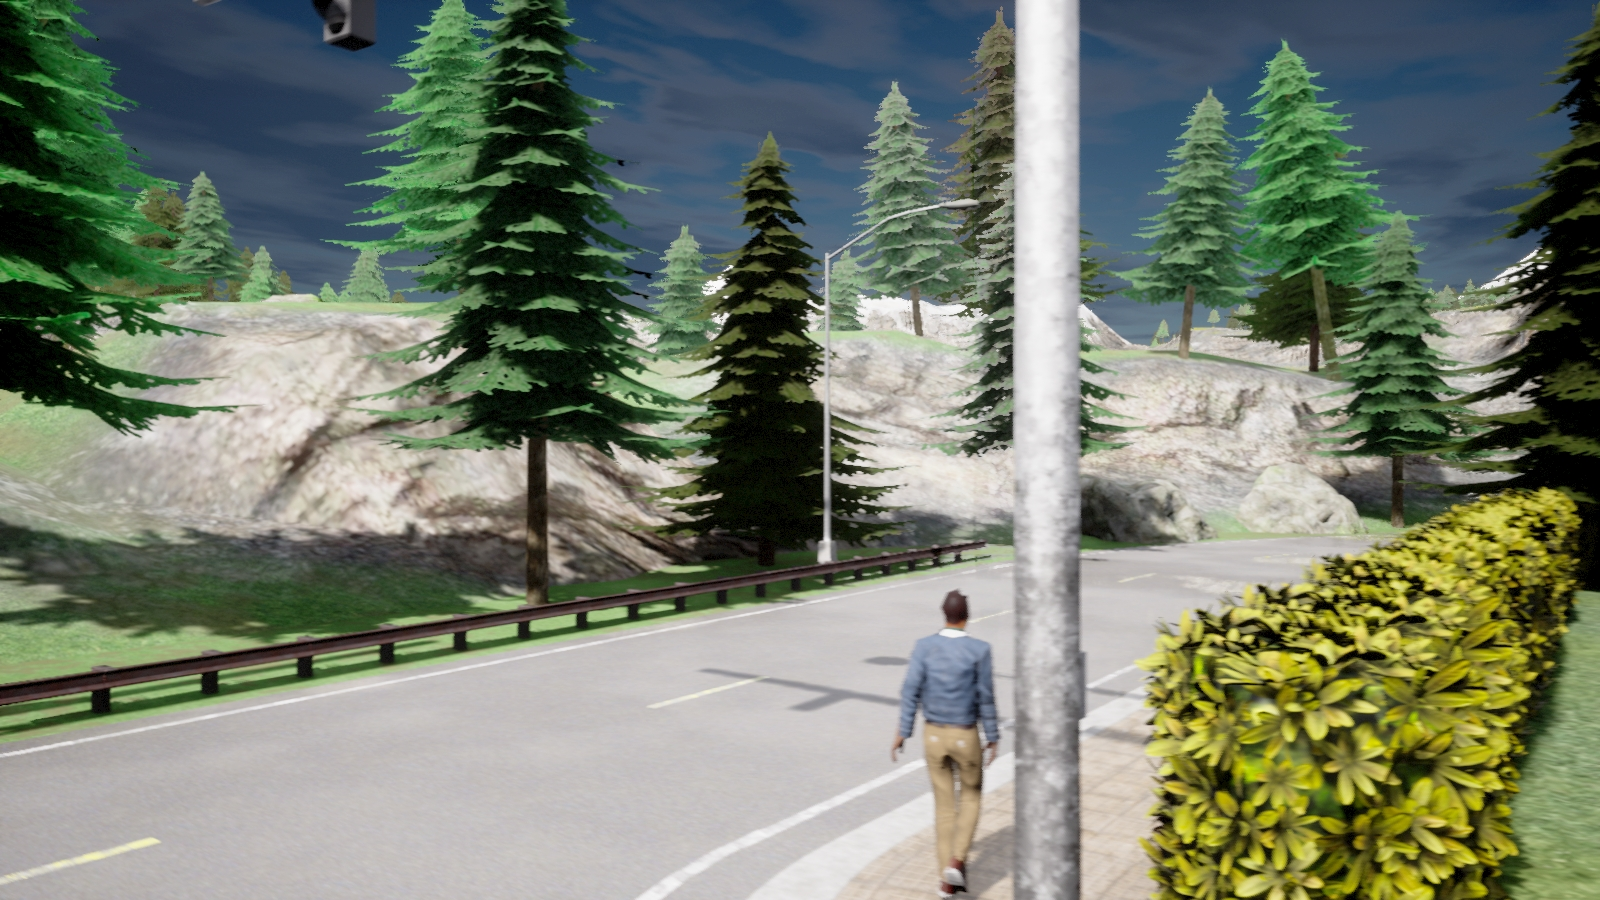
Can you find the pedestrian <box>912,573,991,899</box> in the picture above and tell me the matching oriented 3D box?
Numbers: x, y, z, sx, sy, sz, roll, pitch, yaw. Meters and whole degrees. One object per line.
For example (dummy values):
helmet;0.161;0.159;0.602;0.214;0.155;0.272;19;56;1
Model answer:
pedestrian;0.906;1.689;6.826;0.375;1.860;0.375;0;0;24
